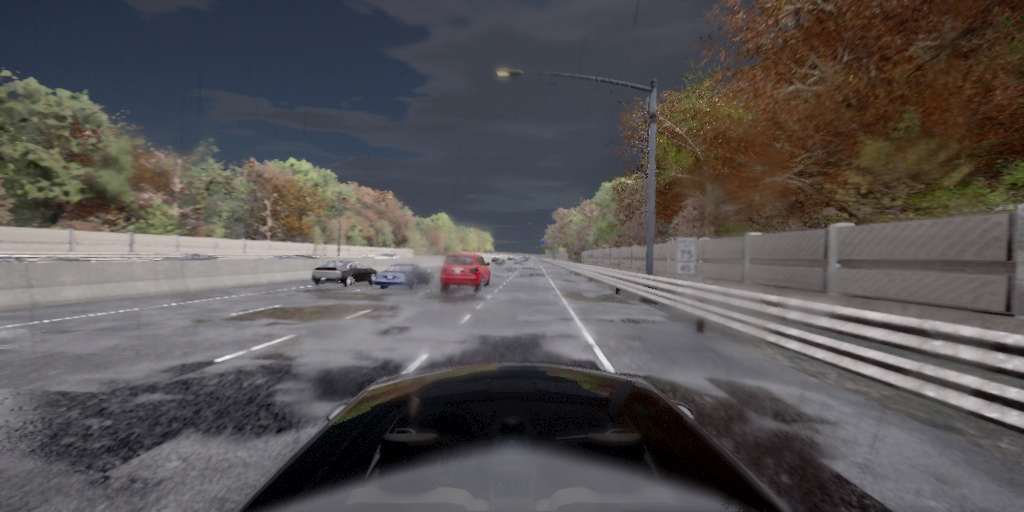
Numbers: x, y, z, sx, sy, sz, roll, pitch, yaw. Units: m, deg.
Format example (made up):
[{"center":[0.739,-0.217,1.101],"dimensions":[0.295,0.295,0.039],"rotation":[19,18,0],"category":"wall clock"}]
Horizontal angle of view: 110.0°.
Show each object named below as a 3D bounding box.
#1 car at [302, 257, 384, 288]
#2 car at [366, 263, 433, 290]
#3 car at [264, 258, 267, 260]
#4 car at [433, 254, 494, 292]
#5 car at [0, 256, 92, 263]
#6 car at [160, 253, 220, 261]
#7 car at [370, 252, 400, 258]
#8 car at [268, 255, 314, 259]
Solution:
[{"center":[-9.599,0.995,20.958],"dimensions":[2.128,1.511,4.902],"rotation":[1,0,4],"category":"car"},{"center":[-6.101,1.138,20.862],"dimensions":[2.033,1.411,5.357],"rotation":[1,0,4],"category":"car"},{"center":[-22.805,0.713,35.050],"dimensions":[2.033,1.411,5.357],"rotation":[1,0,4],"category":"car"},{"center":[-2.589,0.901,20.843],"dimensions":[2.150,2.045,5.566],"rotation":[1,0,4],"category":"car"},{"center":[-20.503,0.796,16.094],"dimensions":[1.994,1.385,4.181],"rotation":[1,0,4],"category":"car"},{"center":[-29.927,0.479,33.445],"dimensions":[2.128,1.511,4.902],"rotation":[1,0,4],"category":"car"},{"center":[-18.167,0.489,52.551],"dimensions":[2.150,2.045,5.566],"rotation":[1,0,4],"category":"car"},{"center":[-19.460,0.757,32.781],"dimensions":[1.837,1.490,4.892],"rotation":[1,-1,4],"category":"car"}]
